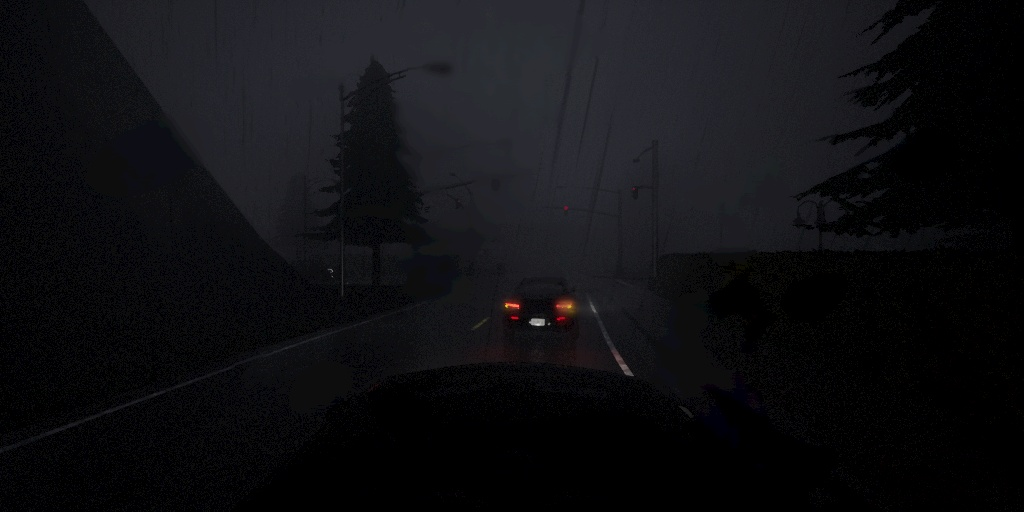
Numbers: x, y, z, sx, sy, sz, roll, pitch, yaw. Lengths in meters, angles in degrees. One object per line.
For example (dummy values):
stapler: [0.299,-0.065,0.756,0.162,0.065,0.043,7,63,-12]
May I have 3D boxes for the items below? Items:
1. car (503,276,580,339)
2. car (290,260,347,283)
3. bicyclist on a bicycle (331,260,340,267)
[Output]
car: [0.921,1.276,10.097,1.812,1.442,4.674,0,0,9]
car: [-15.341,1.102,27.955,4.553,1.767,2.097,0,0,9]
bicyclist on a bicycle: [-17.361,1.203,35.377,0.582,1.620,1.656,0,0,8]
